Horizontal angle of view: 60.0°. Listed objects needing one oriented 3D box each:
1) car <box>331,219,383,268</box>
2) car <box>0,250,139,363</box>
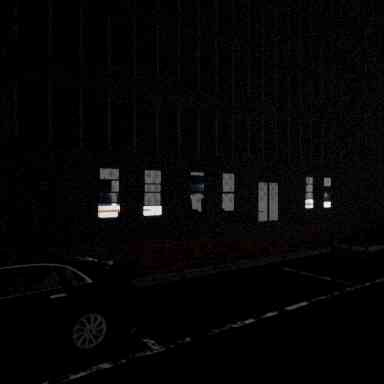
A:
[{"bbox_3d":[6.402,1.581,11.092,4.206,1.307,1.802,0,0,-35],"label":"car"},{"bbox_3d":[-2.883,1.551,4.504,4.403,1.369,2.008,0,0,-35],"label":"car"}]
